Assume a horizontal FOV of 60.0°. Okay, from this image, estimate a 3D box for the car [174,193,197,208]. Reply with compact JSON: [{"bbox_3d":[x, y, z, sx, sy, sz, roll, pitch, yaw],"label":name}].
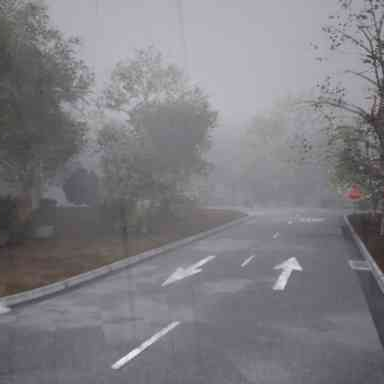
[{"bbox_3d":[-2.053,1.174,47.576,5.566,2.045,2.150,0,0,21],"label":"car"}]
